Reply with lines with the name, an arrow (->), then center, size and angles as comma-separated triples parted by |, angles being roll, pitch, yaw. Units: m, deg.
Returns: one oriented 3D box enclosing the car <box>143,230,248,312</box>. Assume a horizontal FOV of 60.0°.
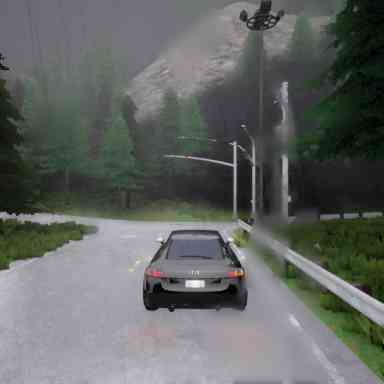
car -> 0.075, 1.564, 7.782 | 1.994, 1.385, 4.181 | 0, 0, 1
